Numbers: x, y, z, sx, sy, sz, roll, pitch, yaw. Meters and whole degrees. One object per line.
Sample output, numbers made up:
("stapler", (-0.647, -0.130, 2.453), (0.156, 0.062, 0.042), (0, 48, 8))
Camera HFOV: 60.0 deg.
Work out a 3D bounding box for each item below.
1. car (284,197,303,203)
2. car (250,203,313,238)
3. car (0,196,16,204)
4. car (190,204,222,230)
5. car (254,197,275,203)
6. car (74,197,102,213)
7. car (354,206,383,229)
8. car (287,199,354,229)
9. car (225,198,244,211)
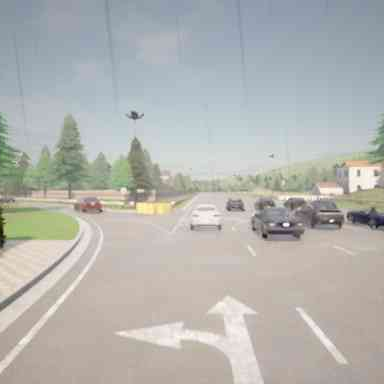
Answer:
("car", (11.964, 1.373, 38.787), (1.837, 1.490, 4.892), (0, 0, 2))
("car", (4.251, 1.492, 17.226), (2.033, 1.411, 5.357), (0, 0, 2))
("car", (-36.493, 1.488, 65.588), (4.902, 1.511, 2.128), (0, 0, 42))
("car", (0.852, 1.474, 20.759), (1.812, 1.442, 4.674), (0, 0, 2))
("car", (8.465, 1.385, 38.861), (1.837, 1.490, 4.892), (0, 0, 2))
("car", (-11.492, 1.304, 36.513), (2.097, 1.767, 4.553), (0, 0, -32))
("car", (11.362, 1.514, 20.479), (1.895, 1.301, 4.718), (0, 0, 2))
("car", (7.879, 1.415, 20.990), (2.128, 1.511, 4.902), (0, 0, 2))
("car", (4.967, 1.383, 38.910), (2.128, 1.511, 4.902), (0, 0, 2))
